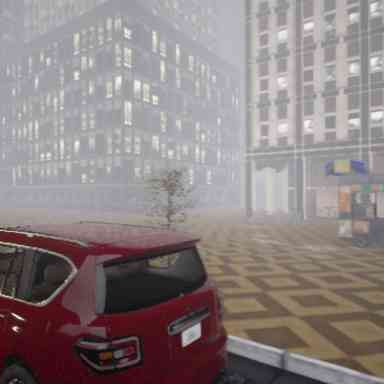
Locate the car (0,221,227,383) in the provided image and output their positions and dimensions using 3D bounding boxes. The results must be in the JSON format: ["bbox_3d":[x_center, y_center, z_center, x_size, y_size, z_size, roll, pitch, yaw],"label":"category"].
[{"bbox_3d":[-1.950,1.315,4.272,5.009,1.841,2.192,0,0,36],"label":"car"}]
